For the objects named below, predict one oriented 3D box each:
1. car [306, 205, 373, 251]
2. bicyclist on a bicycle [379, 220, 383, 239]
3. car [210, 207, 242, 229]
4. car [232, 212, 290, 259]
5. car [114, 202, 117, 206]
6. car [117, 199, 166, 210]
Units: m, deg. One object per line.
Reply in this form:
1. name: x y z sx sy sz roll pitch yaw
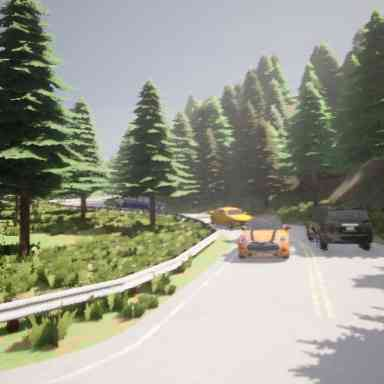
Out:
1. car: 7.241 1.680 16.850 2.150 2.045 5.566 -2 -1 10
2. bicyclist on a bicycle: 10.718 1.615 17.723 1.656 1.620 0.582 -13 -1 7
3. car: 3.132 2.022 26.928 1.882 1.535 5.008 -1 1 -21
4. car: 3.402 1.923 15.324 2.097 1.767 4.553 -3 -1 16
5. car: -7.870 1.382 43.818 5.566 2.045 2.150 2 1 38
6. car: -5.509 1.413 37.758 5.566 2.045 2.150 1 -1 35
